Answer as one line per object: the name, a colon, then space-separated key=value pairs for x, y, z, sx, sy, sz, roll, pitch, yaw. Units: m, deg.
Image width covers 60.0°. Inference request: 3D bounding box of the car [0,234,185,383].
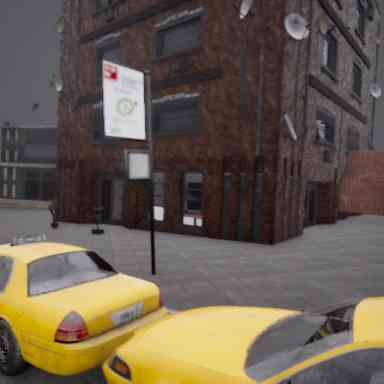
car: x=-2.882 y=1.495 z=5.591 sx=5.366 sy=1.575 sz=1.946 roll=0 pitch=0 yaw=36
